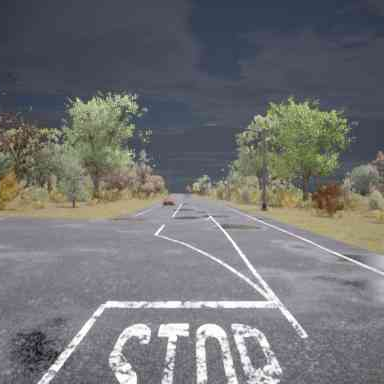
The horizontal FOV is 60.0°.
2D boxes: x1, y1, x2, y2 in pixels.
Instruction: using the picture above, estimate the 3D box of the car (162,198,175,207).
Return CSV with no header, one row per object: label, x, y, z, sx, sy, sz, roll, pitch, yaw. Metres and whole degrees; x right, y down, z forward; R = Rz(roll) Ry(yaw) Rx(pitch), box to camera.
car,-3.641,1.632,52.323,1.895,1.301,4.718,0,0,-1
